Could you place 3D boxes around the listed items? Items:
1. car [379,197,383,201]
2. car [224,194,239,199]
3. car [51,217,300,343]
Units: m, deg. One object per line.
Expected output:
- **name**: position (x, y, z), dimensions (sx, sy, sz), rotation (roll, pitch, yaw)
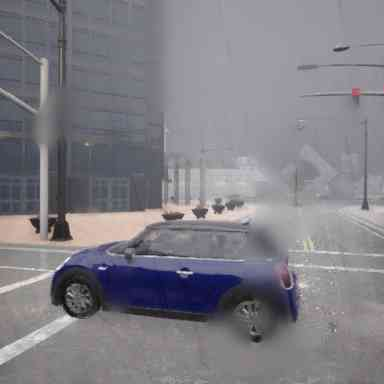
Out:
- **car**: position (46.743, 1.459, 77.701), dimensions (2.033, 1.411, 5.357), rotation (0, 0, -34)
- **car**: position (11.214, 1.208, 94.007), dimensions (4.902, 1.511, 2.128), rotation (0, 0, -36)
- **car**: position (-0.336, 1.331, 6.343), dimensions (4.553, 1.767, 2.097), rotation (0, 0, 17)
